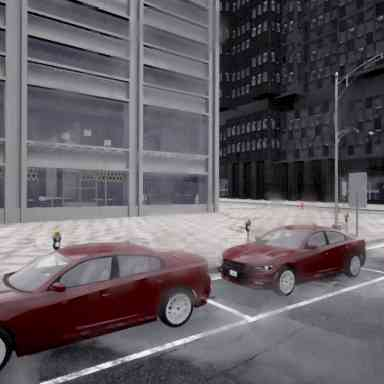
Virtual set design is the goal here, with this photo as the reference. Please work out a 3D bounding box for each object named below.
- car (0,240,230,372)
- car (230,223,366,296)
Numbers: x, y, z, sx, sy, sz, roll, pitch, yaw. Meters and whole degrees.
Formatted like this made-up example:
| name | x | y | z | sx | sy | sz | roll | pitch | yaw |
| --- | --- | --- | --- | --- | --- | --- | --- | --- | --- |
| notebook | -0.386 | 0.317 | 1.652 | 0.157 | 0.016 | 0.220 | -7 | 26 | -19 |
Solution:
| name | x | y | z | sx | sy | sz | roll | pitch | yaw |
| --- | --- | --- | --- | --- | --- | --- | --- | --- | --- |
| car | -1.755 | 1.545 | 5.416 | 4.507 | 1.381 | 1.887 | 0 | 0 | -36 |
| car | 2.736 | 1.545 | 8.635 | 4.507 | 1.381 | 1.887 | 0 | 0 | -36 |
